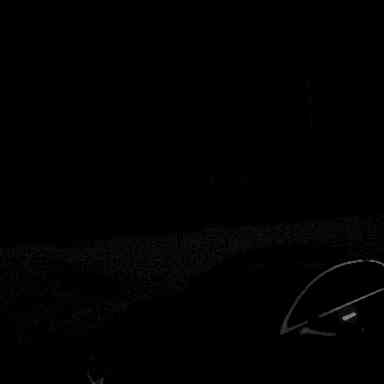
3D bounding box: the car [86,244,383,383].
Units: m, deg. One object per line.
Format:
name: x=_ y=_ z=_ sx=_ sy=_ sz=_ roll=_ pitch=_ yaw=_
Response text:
car: x=1.184 y=1.513 z=4.223 sx=4.892 sy=1.490 sz=1.837 roll=0 pitch=0 yaw=-36
